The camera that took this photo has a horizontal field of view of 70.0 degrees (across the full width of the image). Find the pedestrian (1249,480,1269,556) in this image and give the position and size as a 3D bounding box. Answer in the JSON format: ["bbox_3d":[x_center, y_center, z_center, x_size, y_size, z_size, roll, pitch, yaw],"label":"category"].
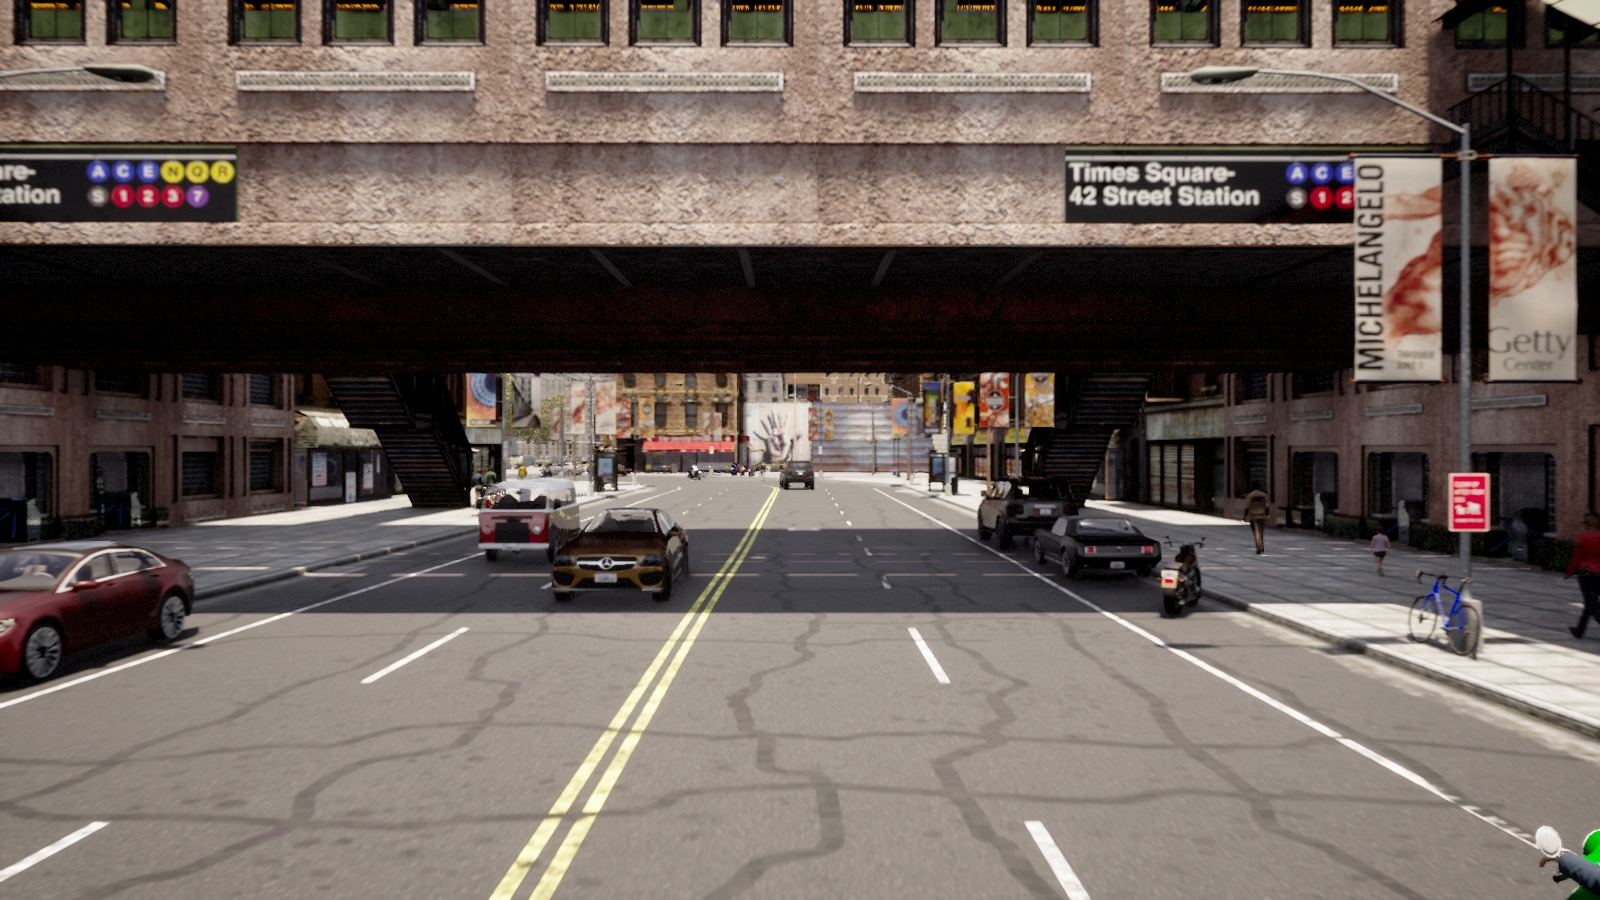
[{"bbox_3d":[11.476,1.696,28.590,0.375,1.860,0.375,0,0,5],"label":"pedestrian"}]

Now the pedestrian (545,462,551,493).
[{"bbox_3d":[-15.612,1.696,70.791,0.375,1.860,0.375,0,0,-7],"label":"pedestrian"}]

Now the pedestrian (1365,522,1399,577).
[{"bbox_3d":[12.175,2.076,23.927,0.500,1.100,0.500,0,0,9],"label":"pedestrian"}]

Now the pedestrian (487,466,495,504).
[{"bbox_3d":[-15.054,1.696,55.604,0.375,1.860,0.375,0,0,-15],"label":"pedestrian"}]

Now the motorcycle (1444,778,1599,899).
[{"bbox_3d":[3.500,2.182,4.547,0.856,1.236,1.805,0,0,0],"label":"motorcycle"}]

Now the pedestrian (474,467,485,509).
[{"bbox_3d":[-14.436,1.696,51.449,0.375,1.860,0.375,0,0,3],"label":"pedestrian"}]

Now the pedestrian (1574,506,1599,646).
[{"bbox_3d":[10.806,1.696,15.503,0.375,1.860,0.375,0,0,6],"label":"pedestrian"}]

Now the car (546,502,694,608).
[{"bbox_3d":[-3.458,1.992,22.934,2.152,1.651,5.027,0,0,0],"label":"car"}]

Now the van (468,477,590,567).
[{"bbox_3d":[-6.906,1.782,29.600,2.069,2.038,4.480,0,0,0],"label":"van"}]
